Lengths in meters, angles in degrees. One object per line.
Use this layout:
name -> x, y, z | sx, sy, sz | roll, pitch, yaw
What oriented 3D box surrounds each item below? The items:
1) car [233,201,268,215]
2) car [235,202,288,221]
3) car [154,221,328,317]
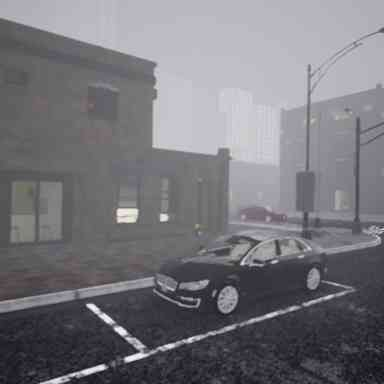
car -> 7.070, 1.936, 40.628 | 1.967, 1.590, 4.097 | 1, -1, -35
car -> 5.781, 1.739, 27.400 | 1.887, 1.381, 4.507 | 1, -1, -35
car -> 1.274, 1.583, 7.452 | 4.403, 1.369, 2.008 | 0, 1, -35
